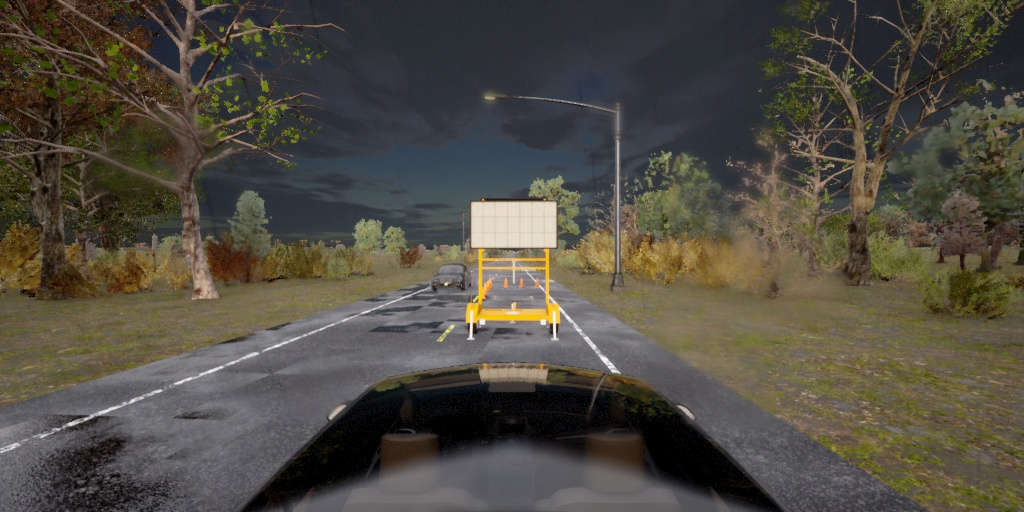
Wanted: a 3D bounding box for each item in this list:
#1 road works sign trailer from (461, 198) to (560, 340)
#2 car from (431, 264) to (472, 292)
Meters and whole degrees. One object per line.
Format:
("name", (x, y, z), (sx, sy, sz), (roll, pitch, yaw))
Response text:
("road works sign trailer", (0.055, 0.211, 9.930), (2.380, 3.560, 2.880), (0, 0, 2))
("car", (-3.514, 1.247, 21.526), (1.837, 1.490, 4.892), (0, 0, 0))
